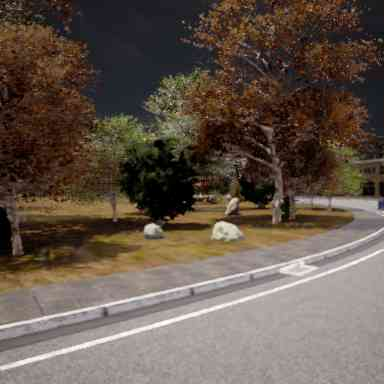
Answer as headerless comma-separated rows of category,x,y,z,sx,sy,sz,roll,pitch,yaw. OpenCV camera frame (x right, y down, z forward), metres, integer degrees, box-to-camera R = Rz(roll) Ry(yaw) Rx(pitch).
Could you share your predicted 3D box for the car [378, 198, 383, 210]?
car,21.355,1.248,35.616,1.812,1.442,4.674,-2,0,14
